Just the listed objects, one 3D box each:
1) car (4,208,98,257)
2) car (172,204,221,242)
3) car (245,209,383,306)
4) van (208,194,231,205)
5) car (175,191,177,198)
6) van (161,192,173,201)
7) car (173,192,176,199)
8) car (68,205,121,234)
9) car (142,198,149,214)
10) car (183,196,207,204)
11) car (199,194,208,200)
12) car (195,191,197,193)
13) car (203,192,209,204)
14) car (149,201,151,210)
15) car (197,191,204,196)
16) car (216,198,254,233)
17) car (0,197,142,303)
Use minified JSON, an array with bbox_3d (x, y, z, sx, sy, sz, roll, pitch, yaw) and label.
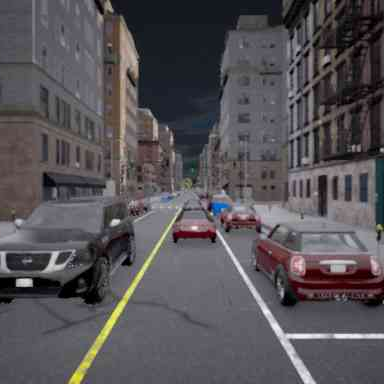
[{"bbox_3d":[-5.385,1.470,13.454,1.887,1.381,4.507,0,0,0],"label":"car"},{"bbox_3d":[0.106,1.475,15.973,1.994,1.385,4.181,0,0,0],"label":"car"},{"bbox_3d":[2.639,1.396,7.941,1.967,1.590,4.097,0,0,0],"label":"car"},{"bbox_3d":[2.644,1.173,29.984,1.690,1.788,3.998,0,0,0],"label":"van"},{"bbox_3d":[-5.383,1.064,83.680,1.887,1.381,4.507,0,0,0],"label":"car"},{"bbox_3d":[-5.392,0.956,67.460,1.690,1.788,3.998,0,0,0],"label":"van"},{"bbox_3d":[-5.386,1.117,78.274,1.947,1.339,4.313,0,0,0],"label":"car"},{"bbox_3d":[-5.384,1.477,18.966,1.802,1.307,4.206,0,0,0],"label":"car"},{"bbox_3d":[-5.381,1.377,29.988,1.887,1.381,4.507,0,0,0],"label":"car"},{"bbox_3d":[0.107,1.390,31.023,1.994,1.385,4.181,0,0,0],"label":"car"},{"bbox_3d":[2.719,1.102,78.273,2.008,1.369,4.403,0,0,0],"label":"car"},{"bbox_3d":[2.708,0.770,94.491,2.192,1.841,5.009,0,0,0],"label":"car"},{"bbox_3d":[2.646,1.116,35.495,2.192,1.841,5.009,0,0,0],"label":"car"},{"bbox_3d":[-5.379,1.367,35.498,1.947,1.339,4.313,0,0,0],"label":"car"},{"bbox_3d":[2.722,0.898,72.866,2.192,1.841,5.009,0,0,0],"label":"car"},{"bbox_3d":[2.641,1.334,18.963,1.967,1.590,4.097,0,0,0],"label":"car"},{"bbox_3d":[-2.847,1.174,8.414,2.150,2.045,5.566,0,0,0],"label":"car"}]
